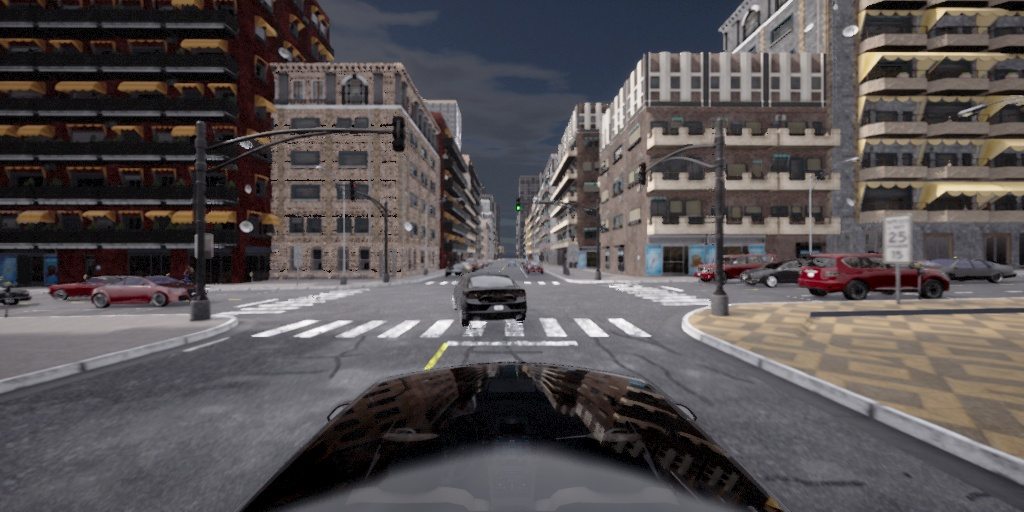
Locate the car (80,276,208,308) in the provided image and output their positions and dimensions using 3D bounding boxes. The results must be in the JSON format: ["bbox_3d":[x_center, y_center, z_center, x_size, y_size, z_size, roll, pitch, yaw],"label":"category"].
[{"bbox_3d":[-17.175,1.644,17.114,4.181,1.385,1.994,-1,0,-1],"label":"car"}]

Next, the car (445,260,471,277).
[{"bbox_3d":[-5.688,1.407,36.848,1.948,1.339,4.313,0,0,0],"label":"car"}]

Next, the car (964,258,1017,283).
[{"bbox_3d":[25.480,0.839,20.689,5.357,1.411,2.033,-1,0,0],"label":"car"}]

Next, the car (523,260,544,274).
[{"bbox_3d":[2.692,1.297,42.532,1.967,1.591,4.097,0,0,0],"label":"car"}]

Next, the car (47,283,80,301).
[{"bbox_3d":[-22.924,1.787,20.294,4.718,1.301,1.895,-1,0,-1],"label":"car"}]

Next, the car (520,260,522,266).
[{"bbox_3d":[2.694,1.489,59.580,1.802,1.307,4.207,0,0,0],"label":"car"}]

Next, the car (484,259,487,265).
[{"bbox_3d":[-5.686,1.347,59.578,1.967,1.591,4.097,0,0,0],"label":"car"}]

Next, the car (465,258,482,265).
[{"bbox_3d":[-5.687,1.188,48.213,2.192,1.841,5.009,0,0,0],"label":"car"}]

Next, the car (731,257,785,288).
[{"bbox_3d":[15.735,0.979,20.606,4.892,1.490,1.837,-1,0,-1],"label":"car"}]

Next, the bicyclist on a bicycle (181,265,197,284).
[{"bbox_3d":[-23.165,1.492,25.792,0.582,1.620,1.656,-1,0,0],"label":"bicyclist on a bicycle"}]

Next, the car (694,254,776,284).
[{"bbox_3d":[14.576,0.811,23.184,5.009,1.841,2.192,0,0,0],"label":"car"}]

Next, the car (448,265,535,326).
[{"bbox_3d":[-0.930,1.252,12.048,1.882,1.535,5.008,-1,0,-13],"label":"car"}]

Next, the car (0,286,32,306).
[{"bbox_3d":[-26.539,1.799,17.037,5.357,1.411,2.033,-1,0,0],"label":"car"}]

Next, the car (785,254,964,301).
[{"bbox_3d":[14.710,0.807,14.804,5.009,1.841,2.192,0,0,0],"label":"car"}]

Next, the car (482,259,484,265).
[{"bbox_3d":[-5.687,1.416,53.725,1.751,1.417,4.829,0,0,0],"label":"car"}]

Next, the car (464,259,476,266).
[{"bbox_3d":[-5.688,1.383,42.361,1.751,1.417,4.829,0,0,0],"label":"car"}]
